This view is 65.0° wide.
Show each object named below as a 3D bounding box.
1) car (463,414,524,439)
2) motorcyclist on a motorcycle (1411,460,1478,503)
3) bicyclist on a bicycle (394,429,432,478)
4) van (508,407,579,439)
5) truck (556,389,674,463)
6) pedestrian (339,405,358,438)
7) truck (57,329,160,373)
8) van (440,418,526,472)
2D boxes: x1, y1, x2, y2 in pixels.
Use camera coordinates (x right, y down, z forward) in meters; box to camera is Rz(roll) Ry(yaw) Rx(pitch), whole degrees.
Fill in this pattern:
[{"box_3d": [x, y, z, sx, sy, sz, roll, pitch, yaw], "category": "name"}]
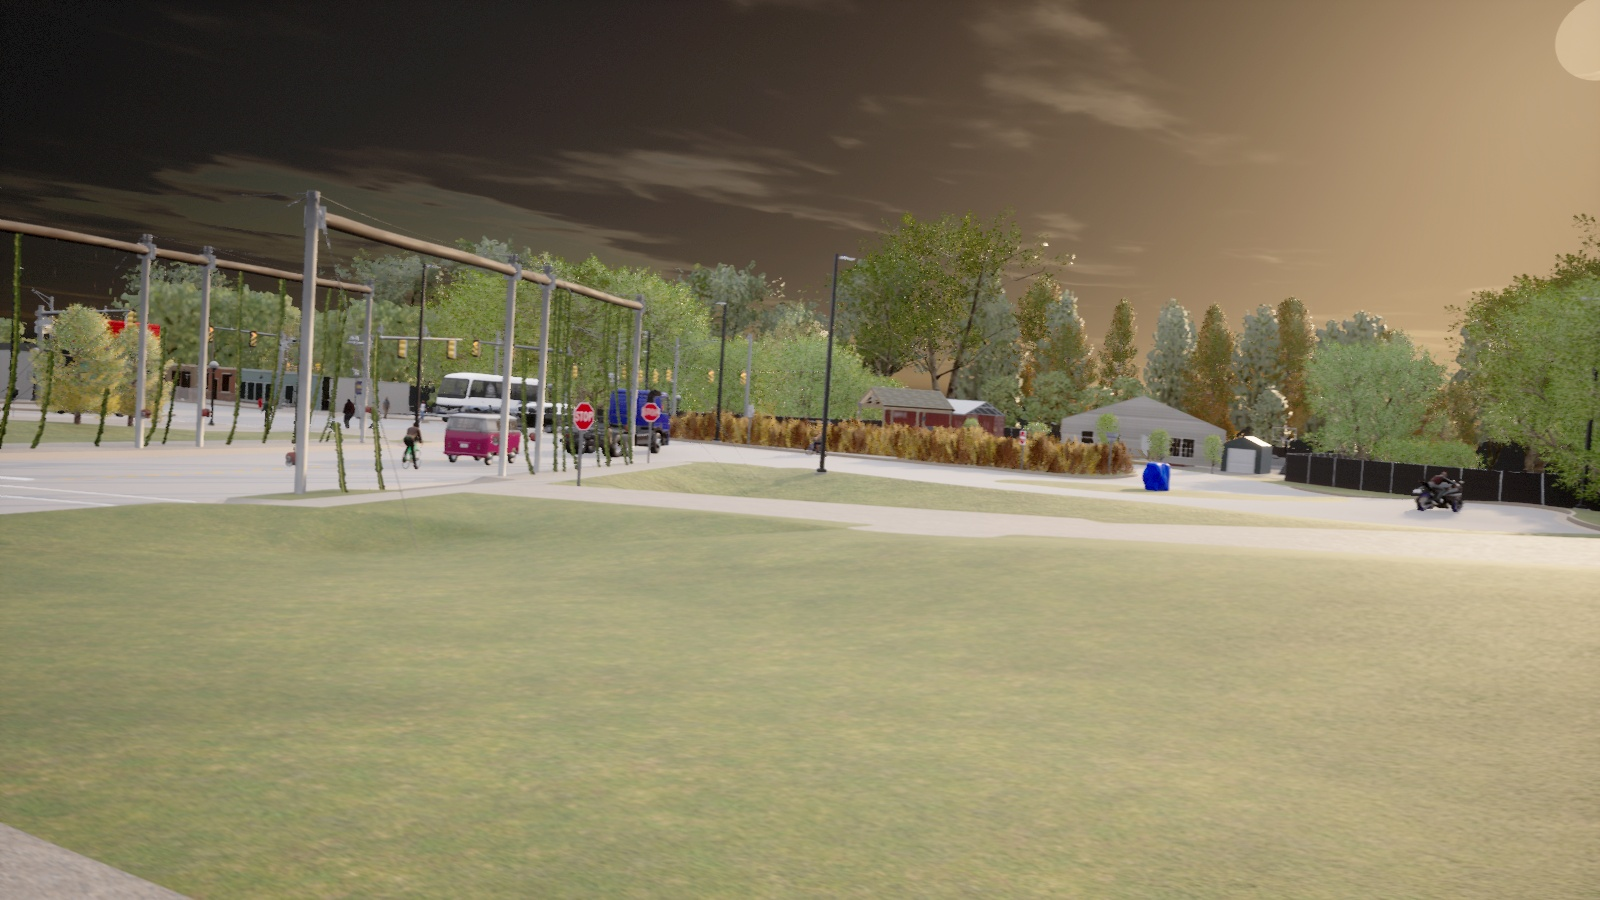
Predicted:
[{"box_3d": [-19.985, -1.544, 81.835, 3.705, 1.549, 1.789, 3, 2, 32], "category": "car"}, {"box_3d": [23.934, 1.163, 46.650, 2.191, 1.530, 0.866, 1, 0, -18], "category": "motorcyclist on a motorcycle"}, {"box_3d": [-13.369, 0.105, 43.384, 0.582, 1.620, 1.656, 3, 1, 5], "category": "bicyclist on a bicycle"}, {"box_3d": [-17.226, -1.825, 84.433, 4.480, 2.038, 2.069, 2, 2, 33], "category": "van"}, {"box_3d": [-9.513, -1.353, 65.562, 2.891, 3.462, 7.936, 4, 3, 16], "category": "truck"}, {"box_3d": [-25.893, -1.642, 72.022, 0.899, 1.844, 0.634, 5, 4, 38], "category": "pedestrian"}, {"box_3d": [-45.181, -6.427, 82.162, 2.627, 2.467, 5.204, 7, 5, 33], "category": "truck"}, {"box_3d": [-12.612, -0.230, 50.215, 1.775, 1.987, 4.442, 3, 2, 7], "category": "van"}]
